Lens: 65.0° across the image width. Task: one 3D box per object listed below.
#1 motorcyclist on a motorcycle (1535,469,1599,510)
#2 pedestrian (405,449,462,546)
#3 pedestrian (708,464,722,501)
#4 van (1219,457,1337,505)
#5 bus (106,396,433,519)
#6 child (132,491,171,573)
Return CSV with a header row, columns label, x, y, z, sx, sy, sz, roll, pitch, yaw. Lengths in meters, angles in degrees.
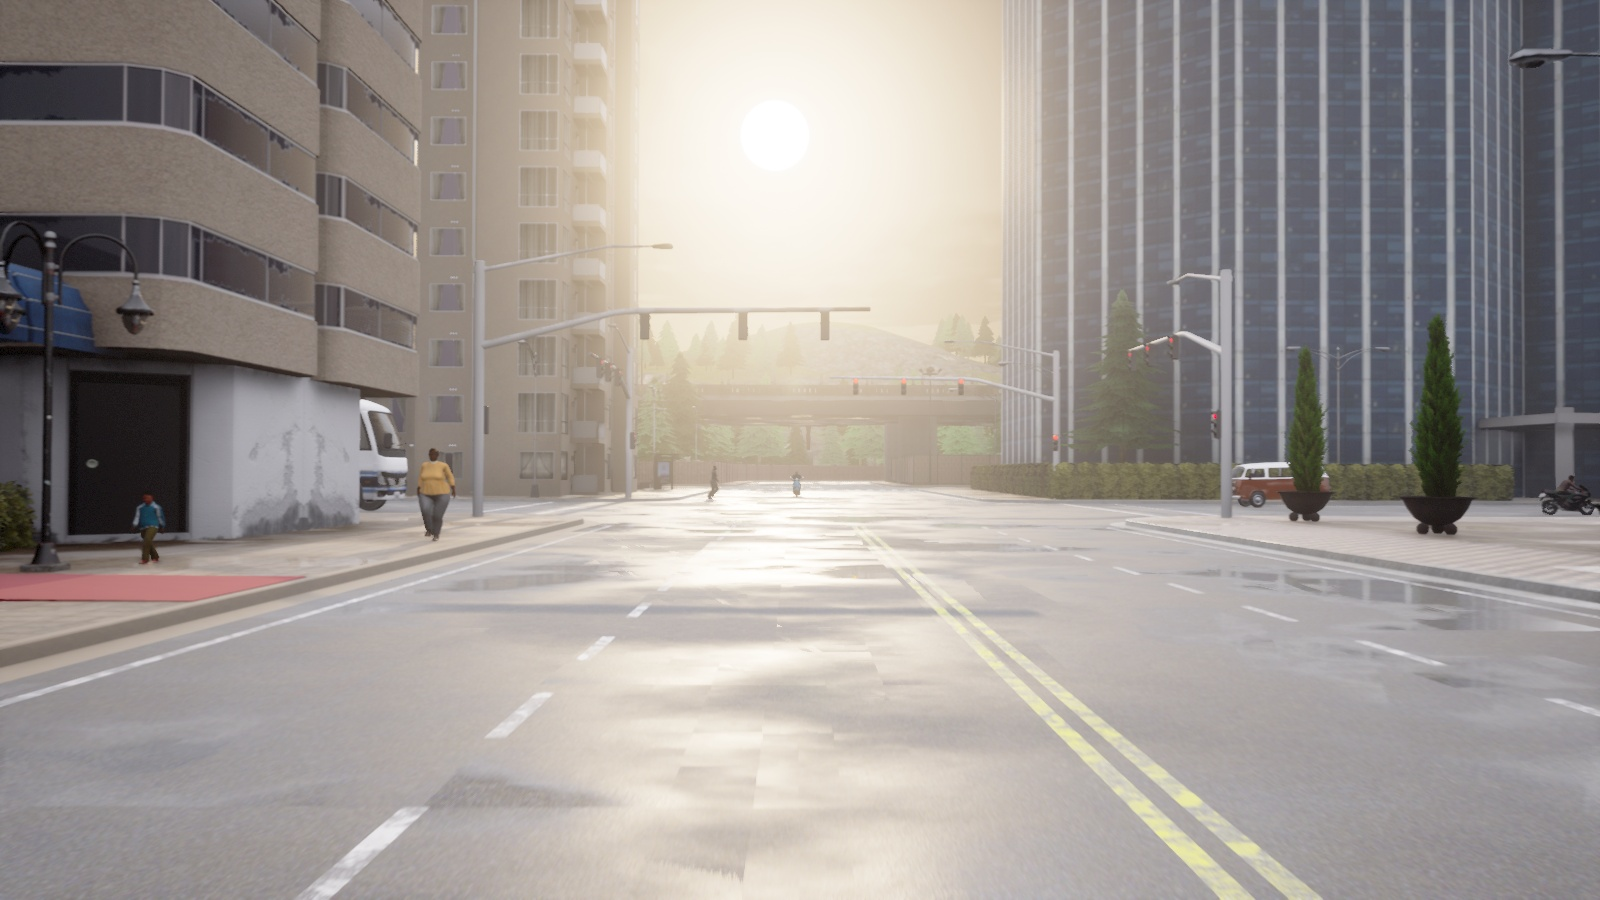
label,x,y,z,sx,sy,sz,roll,pitch,yaw
motorcyclist on a motorcycle,28.550,1.464,46.621,2.044,1.523,0.797,0,-1,-1
pedestrian,-7.142,0.913,24.507,0.874,1.855,0.900,0,-1,-3
pedestrian,-4.558,1.725,67.002,0.666,1.930,0.402,0,-1,9
van,21.660,1.401,57.038,4.480,2.038,2.069,-1,-1,-1
bus,-19.184,0.287,46.046,10.273,4.253,3.944,0,-1,-1
child,-9.632,1.205,18.658,0.343,1.192,0.448,0,-1,1
